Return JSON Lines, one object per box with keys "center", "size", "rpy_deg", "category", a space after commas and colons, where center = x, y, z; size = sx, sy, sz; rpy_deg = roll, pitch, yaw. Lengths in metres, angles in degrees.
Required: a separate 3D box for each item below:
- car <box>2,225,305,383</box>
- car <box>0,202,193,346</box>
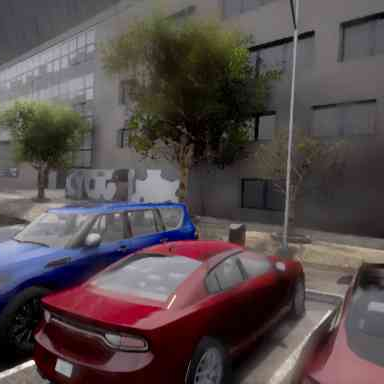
{"center": [0.227, 1.481, 5.119], "size": [2.097, 1.535, 5.008], "rpy_deg": [-1, 0, 35], "category": "car"}
{"center": [-2.017, 1.254, 6.686], "size": [2.435, 2.045, 5.566], "rpy_deg": [-1, 0, 35], "category": "car"}
